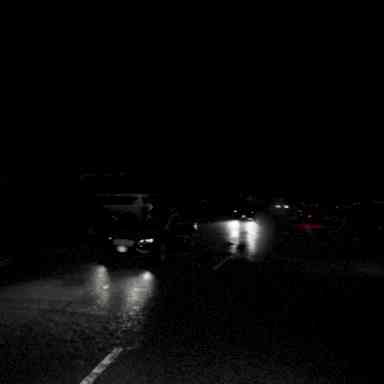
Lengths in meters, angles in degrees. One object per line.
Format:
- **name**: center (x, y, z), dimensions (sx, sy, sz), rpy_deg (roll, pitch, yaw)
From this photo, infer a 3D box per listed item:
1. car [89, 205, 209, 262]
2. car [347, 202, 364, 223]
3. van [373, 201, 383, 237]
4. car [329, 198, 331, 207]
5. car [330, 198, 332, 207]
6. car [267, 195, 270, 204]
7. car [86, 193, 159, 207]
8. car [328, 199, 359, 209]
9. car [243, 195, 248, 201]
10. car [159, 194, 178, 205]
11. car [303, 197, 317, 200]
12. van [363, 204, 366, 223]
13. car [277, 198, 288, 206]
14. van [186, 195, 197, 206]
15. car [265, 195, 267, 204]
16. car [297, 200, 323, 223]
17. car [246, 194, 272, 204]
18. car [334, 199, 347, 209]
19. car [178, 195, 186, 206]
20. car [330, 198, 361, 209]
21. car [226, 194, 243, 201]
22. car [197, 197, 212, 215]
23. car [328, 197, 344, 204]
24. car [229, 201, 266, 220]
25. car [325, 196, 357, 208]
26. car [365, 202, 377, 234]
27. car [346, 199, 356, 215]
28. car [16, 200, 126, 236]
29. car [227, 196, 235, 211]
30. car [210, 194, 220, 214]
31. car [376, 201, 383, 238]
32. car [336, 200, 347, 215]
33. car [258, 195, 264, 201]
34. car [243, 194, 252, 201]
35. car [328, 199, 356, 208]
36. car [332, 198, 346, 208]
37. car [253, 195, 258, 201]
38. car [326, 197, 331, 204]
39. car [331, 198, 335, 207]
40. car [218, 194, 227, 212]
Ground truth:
- **car**: center (-1.245, 1.445, 12.113), dimensions (2.128, 1.511, 4.902), rpy_deg (2, 0, 19)
- **car**: center (15.902, 1.928, 27.203), dimensions (4.892, 1.521, 2.231), rpy_deg (2, 0, -1)
- **van**: center (13.050, 1.627, 18.851), dimensions (4.442, 1.987, 1.878), rpy_deg (2, 0, 0)
- **car**: center (24.871, 2.190, 52.299), dimensions (4.792, 1.488, 2.163), rpy_deg (2, 0, 0)
- **car**: center (23.850, 2.133, 49.514), dimensions (5.008, 1.535, 2.097), rpy_deg (2, 1, 0)
- **car**: center (13.335, 1.678, 70.368), dimensions (4.553, 1.767, 2.185), rpy_deg (1, 0, 0)
- **car**: center (-4.980, 1.074, 19.119), dimensions (5.566, 2.045, 2.435), rpy_deg (1, 0, 0)
- **car**: center (28.822, 2.263, 63.439), dimensions (4.892, 1.521, 2.231), rpy_deg (2, 1, 0)
- **car**: center (4.358, 1.567, 44.753), dimensions (5.366, 1.575, 1.946), rpy_deg (1, 0, 0)
- **car**: center (-3.914, 1.102, 21.987), dimensions (5.566, 2.045, 2.435), rpy_deg (1, 0, -1)
- **car**: center (15.837, 1.640, 44.566), dimensions (2.150, 2.045, 5.566), rpy_deg (2, 0, 20)
- **van**: center (14.045, 1.654, 21.638), dimensions (4.442, 1.987, 1.878), rpy_deg (2, 0, 0)
- **car**: center (18.046, 1.932, 65.975), dimensions (1.882, 1.535, 5.008), rpy_deg (2, 0, 20)
- **van**: center (-2.028, 1.180, 27.664), dimensions (4.442, 1.987, 1.878), rpy_deg (1, 0, 0)
- **car**: center (12.258, 1.651, 67.526), dimensions (4.553, 1.767, 2.185), rpy_deg (1, 0, 0)
- **car**: center (10.051, 1.746, 28.349), dimensions (1.882, 1.535, 5.008), rpy_deg (2, 0, 20)
- **car**: center (15.309, 1.604, 76.054), dimensions (5.566, 2.045, 2.435), rpy_deg (1, 0, 0)
- **car**: center (21.054, 2.061, 41.154), dimensions (5.366, 1.575, 1.946), rpy_deg (2, 0, 0)
- **car**: center (-2.960, 1.254, 24.829), dimensions (4.553, 1.767, 2.185), rpy_deg (1, 0, 0)
- **car**: center (27.861, 2.112, 60.650), dimensions (4.553, 1.767, 2.185), rpy_deg (2, 1, 0)
- **car**: center (3.133, 1.289, 41.901), dimensions (5.566, 2.045, 2.435), rpy_deg (1, 0, 0)
- **car**: center (-0.907, 1.435, 30.519), dimensions (4.892, 1.521, 2.231), rpy_deg (1, 0, 0)
- **car**: center (25.841, 2.186, 55.084), dimensions (4.892, 1.521, 2.231), rpy_deg (2, 1, 0)
- **car**: center (5.047, 1.723, 29.611), dimensions (1.895, 1.301, 4.718), rpy_deg (2, 0, 20)
- **car**: center (30.842, 2.064, 69.021), dimensions (5.566, 2.045, 2.435), rpy_deg (2, 0, 0)
- **car**: center (11.915, 1.569, 16.053), dimensions (5.566, 2.045, 2.435), rpy_deg (2, 1, 0)
- **car**: center (16.933, 1.829, 29.994), dimensions (4.553, 1.767, 2.185), rpy_deg (2, 1, 0)
- **car**: center (-5.998, 1.328, 16.269), dimensions (4.792, 1.488, 2.163), rpy_deg (1, 0, 0)
- **car**: center (2.174, 1.544, 39.053), dimensions (4.792, 1.488, 2.163), rpy_deg (1, 0, 0)
- **car**: center (0.152, 1.336, 33.350), dimensions (4.553, 1.767, 2.185), rpy_deg (1, 0, 0)
- **car**: center (10.920, 1.542, 13.266), dimensions (5.566, 2.045, 2.435), rpy_deg (2, 1, 0)
- **car**: center (19.848, 2.059, 38.350), dimensions (4.792, 1.488, 2.163), rpy_deg (2, 1, 0)
- **car**: center (9.277, 1.447, 58.987), dimensions (5.566, 2.045, 2.435), rpy_deg (1, 0, 0)
- **car**: center (5.224, 1.342, 47.592), dimensions (5.566, 2.045, 2.435), rpy_deg (1, 0, 0)
- **car**: center (29.809, 2.328, 66.227), dimensions (4.674, 1.452, 2.002), rpy_deg (2, 0, 0)
- **car**: center (21.862, 2.082, 43.928), dimensions (5.008, 1.535, 2.097), rpy_deg (2, 0, 0)
- **car**: center (7.189, 1.394, 53.290), dimensions (5.566, 2.045, 2.435), rpy_deg (1, 0, -1)
- **car**: center (26.647, 2.200, 57.858), dimensions (5.366, 1.575, 1.946), rpy_deg (2, 1, 0)
- **car**: center (23.041, 2.112, 46.728), dimensions (5.366, 1.575, 1.946), rpy_deg (2, 0, 0)
- **car**: center (1.161, 1.363, 36.206), dimensions (4.553, 1.767, 2.185), rpy_deg (1, 0, 0)
